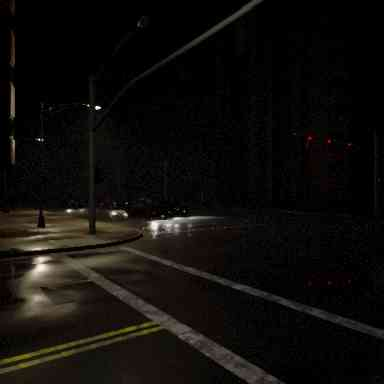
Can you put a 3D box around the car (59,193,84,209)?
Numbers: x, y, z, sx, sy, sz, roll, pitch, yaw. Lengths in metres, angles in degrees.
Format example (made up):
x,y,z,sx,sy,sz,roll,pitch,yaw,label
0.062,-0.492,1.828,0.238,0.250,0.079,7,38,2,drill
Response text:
x,y,z,sx,sy,sz,roll,pitch,yaw,label
-16.926,1.226,46.520,2.150,2.045,5.566,0,0,-36,car

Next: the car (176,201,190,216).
x,y,z,sx,sy,sz,roll,pitch,yaw,label
-2.126,1.504,32.024,1.837,1.490,4.892,0,0,-36,car

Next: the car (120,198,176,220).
x,y,z,sx,sy,sz,roll,pitch,yaw,label
-3.879,1.547,28.484,2.033,1.411,5.357,0,0,-36,car

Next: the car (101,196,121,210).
x,y,z,sx,sy,sz,roll,pitch,yaw,label
-9.979,1.351,42.835,2.097,1.767,4.553,0,0,-36,car

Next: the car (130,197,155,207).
x,y,z,sx,sy,sz,roll,pitch,yaw,label
-7.852,1.525,52.055,1.812,1.442,4.674,0,0,-37,car
